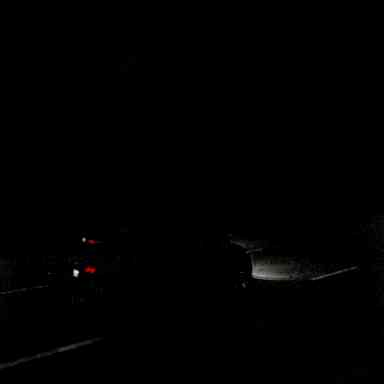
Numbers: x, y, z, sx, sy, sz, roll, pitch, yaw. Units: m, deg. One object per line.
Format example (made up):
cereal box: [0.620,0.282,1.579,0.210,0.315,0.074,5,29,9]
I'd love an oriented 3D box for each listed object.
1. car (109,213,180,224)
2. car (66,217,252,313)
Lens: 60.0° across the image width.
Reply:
car: [-1.207,1.450,11.455,5.357,1.411,2.033,-1,1,-35]
car: [-0.622,1.498,7.601,4.181,1.385,1.994,-1,1,-35]
